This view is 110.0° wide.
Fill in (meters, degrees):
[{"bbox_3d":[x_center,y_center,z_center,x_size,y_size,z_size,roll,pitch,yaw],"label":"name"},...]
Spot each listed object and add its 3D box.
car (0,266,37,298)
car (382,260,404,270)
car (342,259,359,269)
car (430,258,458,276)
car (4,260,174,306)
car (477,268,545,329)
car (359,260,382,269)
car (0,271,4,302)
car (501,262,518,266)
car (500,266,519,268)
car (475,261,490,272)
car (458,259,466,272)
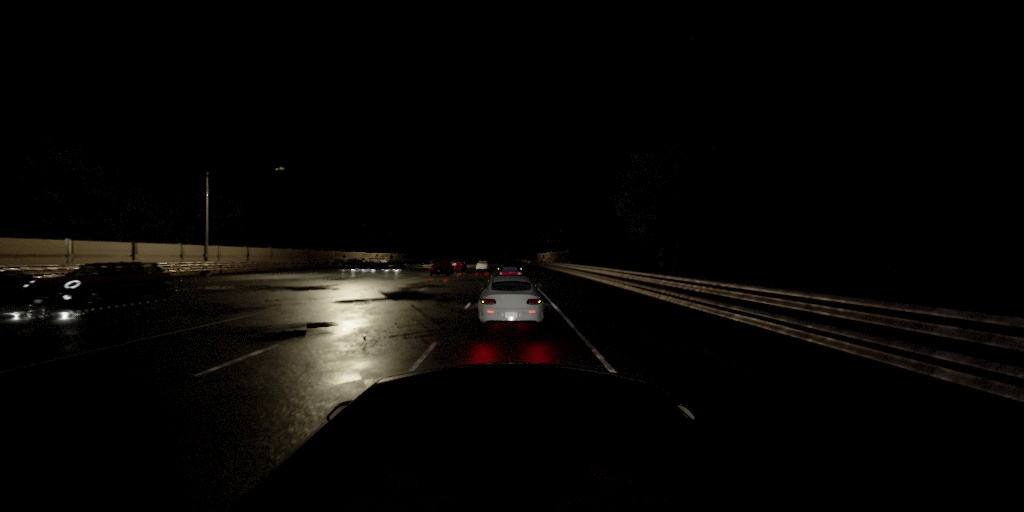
[{"bbox_3d":[-24.244,1.220,14.873,2.033,1.411,5.357,0,0,-2],"label":"car"},{"bbox_3d":[-18.401,1.364,56.413,1.812,1.442,4.674,0,0,-1],"label":"car"},{"bbox_3d":[-25.426,1.316,57.522,1.837,1.490,4.892,0,0,-1],"label":"car"},{"bbox_3d":[-7.256,1.290,37.672,1.882,1.535,5.008,0,0,-1],"label":"car"},{"bbox_3d":[-17.241,1.056,15.238,2.097,1.767,4.553,0,0,-2],"label":"car"},{"bbox_3d":[-0.028,1.284,11.134,1.812,1.442,4.674,0,0,0],"label":"car"},{"bbox_3d":[-21.898,1.424,56.531,1.895,1.301,4.718,0,0,-1],"label":"car"},{"bbox_3d":[-20.704,1.288,13.787,1.895,1.301,4.718,0,0,-2],"label":"car"},{"bbox_3d":[-0.174,1.369,27.299,1.994,1.385,4.181,0,0,-1],"label":"car"},{"bbox_3d":[-0.077,1.379,18.756,1.895,1.301,4.718,0,0,0],"label":"car"},{"bbox_3d":[-4.035,1.401,49.913,1.812,1.442,4.674,0,0,-1],"label":"car"},{"bbox_3d":[-7.527,1.208,48.928,2.097,1.767,4.553,0,0,-1],"label":"car"}]
